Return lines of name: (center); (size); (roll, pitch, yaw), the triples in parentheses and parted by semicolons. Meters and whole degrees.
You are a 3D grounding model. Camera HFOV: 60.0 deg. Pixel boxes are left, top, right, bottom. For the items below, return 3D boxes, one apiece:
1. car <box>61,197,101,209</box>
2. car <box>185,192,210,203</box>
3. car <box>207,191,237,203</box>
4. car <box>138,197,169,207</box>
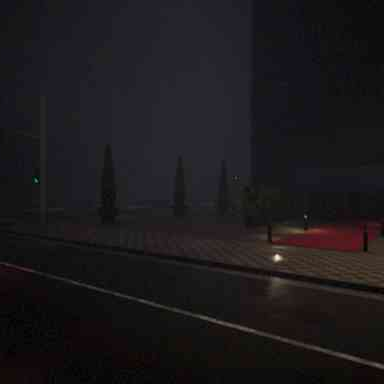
car: (-13.599, 1.325, 40.964); (1.895, 1.301, 4.718); (1, 0, 36)
car: (0.528, 1.218, 60.376); (2.128, 1.511, 4.902); (1, 0, 36)
car: (5.579, 1.081, 61.323); (2.150, 2.045, 5.566); (1, 0, 36)
car: (-5.347, 1.353, 46.392); (1.895, 1.301, 4.718); (1, 0, 36)
